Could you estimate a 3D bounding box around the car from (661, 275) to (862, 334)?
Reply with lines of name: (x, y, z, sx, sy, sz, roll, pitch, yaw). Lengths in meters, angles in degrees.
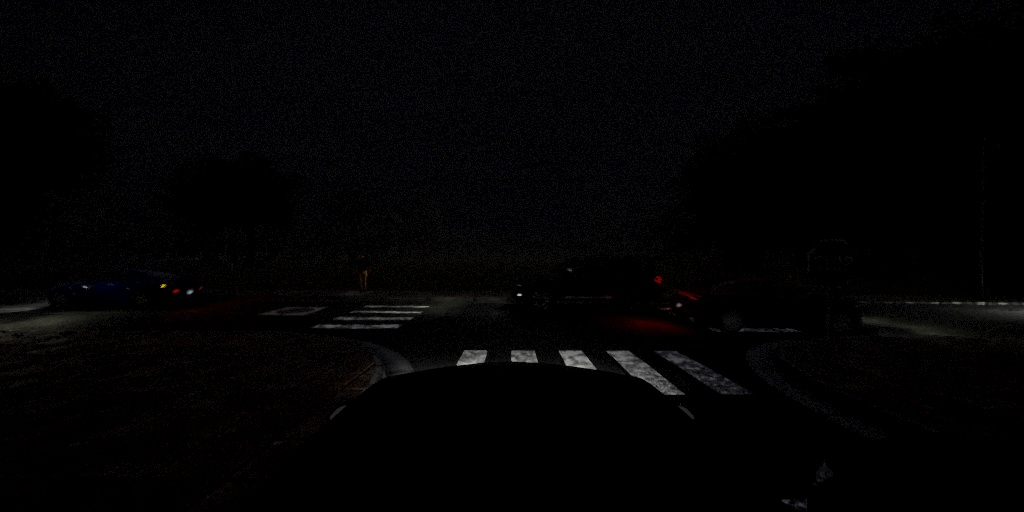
car: (7.469, 1.343, 10.748, 5.008, 1.535, 1.882, 1, 1, 0)

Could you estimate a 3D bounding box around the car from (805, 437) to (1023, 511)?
car: (2.639, 1.301, 0.391, 2.007, 1.370, 4.403, 0, 0, 0)

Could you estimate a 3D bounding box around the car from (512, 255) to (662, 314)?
car: (2.799, 0.973, 13.685, 5.566, 2.045, 2.150, 1, 1, 0)

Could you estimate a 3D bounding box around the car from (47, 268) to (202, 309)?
car: (-14.552, 1.166, 13.647, 4.674, 1.442, 1.812, 0, 1, 0)

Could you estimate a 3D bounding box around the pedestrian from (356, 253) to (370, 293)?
pedestrian: (-6.895, 0.757, 16.561, 0.375, 1.860, 0.375, 0, 1, 0)
